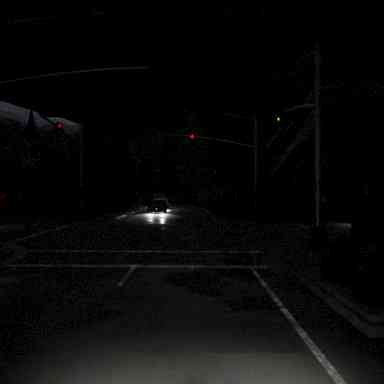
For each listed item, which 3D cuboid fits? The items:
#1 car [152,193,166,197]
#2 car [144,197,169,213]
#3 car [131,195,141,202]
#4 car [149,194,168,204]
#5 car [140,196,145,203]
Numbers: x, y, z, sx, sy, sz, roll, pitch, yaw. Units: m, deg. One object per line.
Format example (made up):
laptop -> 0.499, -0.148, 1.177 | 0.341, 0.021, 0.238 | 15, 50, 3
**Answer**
car -> -4.506, 1.222, 46.112 | 2.150, 2.045, 5.566 | 0, 0, -10
car -> -3.757, 1.564, 36.485 | 1.994, 1.385, 4.181 | 0, 0, -2
car -> -12.345, 1.480, 73.213 | 4.902, 1.511, 2.128 | 0, 0, 42
car -> -6.596, 1.352, 64.907 | 2.097, 1.767, 4.553 | 0, 0, -27
car -> -6.877, 1.600, 55.753 | 1.895, 1.301, 4.718 | 0, 0, -19
